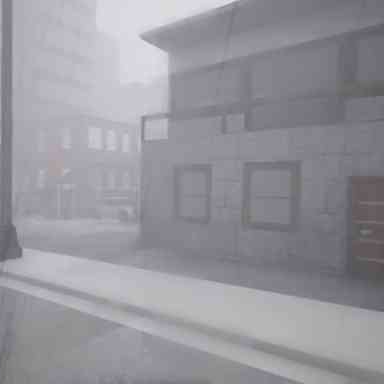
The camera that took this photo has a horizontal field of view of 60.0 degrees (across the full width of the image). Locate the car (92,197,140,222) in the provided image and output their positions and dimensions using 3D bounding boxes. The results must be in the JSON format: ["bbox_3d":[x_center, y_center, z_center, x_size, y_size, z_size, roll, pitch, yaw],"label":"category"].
[{"bbox_3d":[-4.648,1.099,21.709,3.806,1.475,1.970,0,0,35],"label":"car"}]
